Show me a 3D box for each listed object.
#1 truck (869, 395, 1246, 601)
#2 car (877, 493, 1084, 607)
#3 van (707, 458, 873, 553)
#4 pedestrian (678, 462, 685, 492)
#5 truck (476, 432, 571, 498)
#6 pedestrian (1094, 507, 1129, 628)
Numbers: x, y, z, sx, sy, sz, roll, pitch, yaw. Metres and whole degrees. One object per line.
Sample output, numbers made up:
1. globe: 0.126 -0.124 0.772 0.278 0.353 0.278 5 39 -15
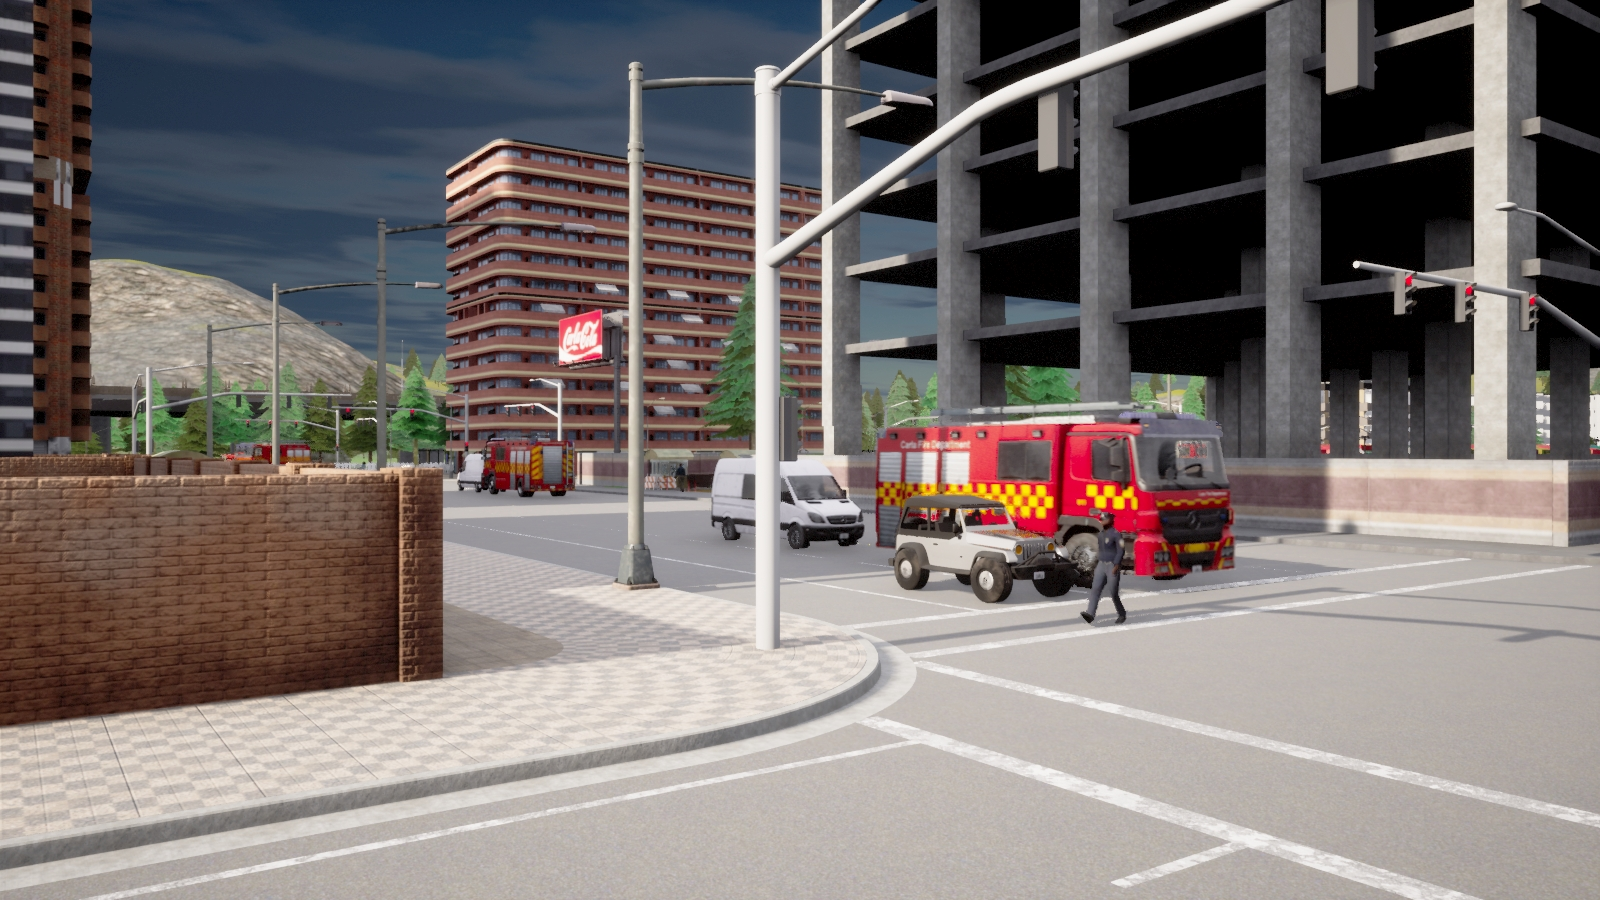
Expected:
1. truck: 5.317 0.890 25.518 2.891 3.827 8.468 0 0 -35
2. car: 3.447 1.856 22.431 1.905 1.878 3.866 0 0 -33
3. van: -0.431 1.534 34.257 1.988 2.561 5.915 0 0 -34
4. pedestrian: -7.381 1.694 71.030 0.375 1.860 0.375 0 0 -14
5. truck: -17.186 0.889 70.593 2.891 3.827 8.468 0 0 -34
6. pedestrian: 4.944 1.848 18.134 0.375 1.860 0.375 0 0 -37
